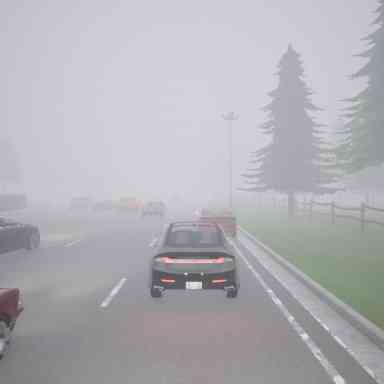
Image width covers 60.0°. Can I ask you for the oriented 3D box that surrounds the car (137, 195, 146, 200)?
[{"bbox_3d":[-13.978,1.524,92.682,1.812,1.442,4.674,0,0,0],"label":"car"}]

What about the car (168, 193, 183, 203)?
[{"bbox_3d":[-3.384,1.477,69.507,1.882,1.535,5.008,0,0,0],"label":"car"}]

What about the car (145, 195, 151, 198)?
[{"bbox_3d":[-10.479,1.524,86.038,1.812,1.442,4.674,0,0,0],"label":"car"}]

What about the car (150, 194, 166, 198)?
[{"bbox_3d":[-6.884,1.547,69.632,2.033,1.411,5.357,0,0,0],"label":"car"}]

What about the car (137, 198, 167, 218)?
[{"bbox_3d":[-3.393,1.547,30.658,2.033,1.411,5.357,0,0,0],"label":"car"}]

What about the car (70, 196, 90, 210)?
[{"bbox_3d":[-13.890,1.352,42.603,2.097,1.767,4.553,0,0,0],"label":"car"}]

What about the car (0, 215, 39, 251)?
[{"bbox_3d":[-6.896,1.491,11.134,2.128,1.511,4.902,0,0,0],"label":"car"}]

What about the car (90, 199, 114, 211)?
[{"bbox_3d":[-10.391,1.601,40.237,1.895,1.301,4.718,0,0,0],"label":"car"}]

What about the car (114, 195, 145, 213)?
[{"bbox_3d":[-6.890,1.352,37.187,2.097,1.767,4.553,0,0,0],"label":"car"}]

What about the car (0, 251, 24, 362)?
[{"bbox_3d":[-3.399,1.601,2.764,1.895,1.301,4.718,0,0,0],"label":"car"}]

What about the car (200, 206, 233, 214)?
[{"bbox_3d":[1.229,1.478,17.839,1.882,1.535,5.008,0,0,0],"label":"car"}]

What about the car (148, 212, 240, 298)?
[{"bbox_3d":[0.054,1.492,8.498,2.128,1.511,4.902,0,0,0],"label":"car"}]
